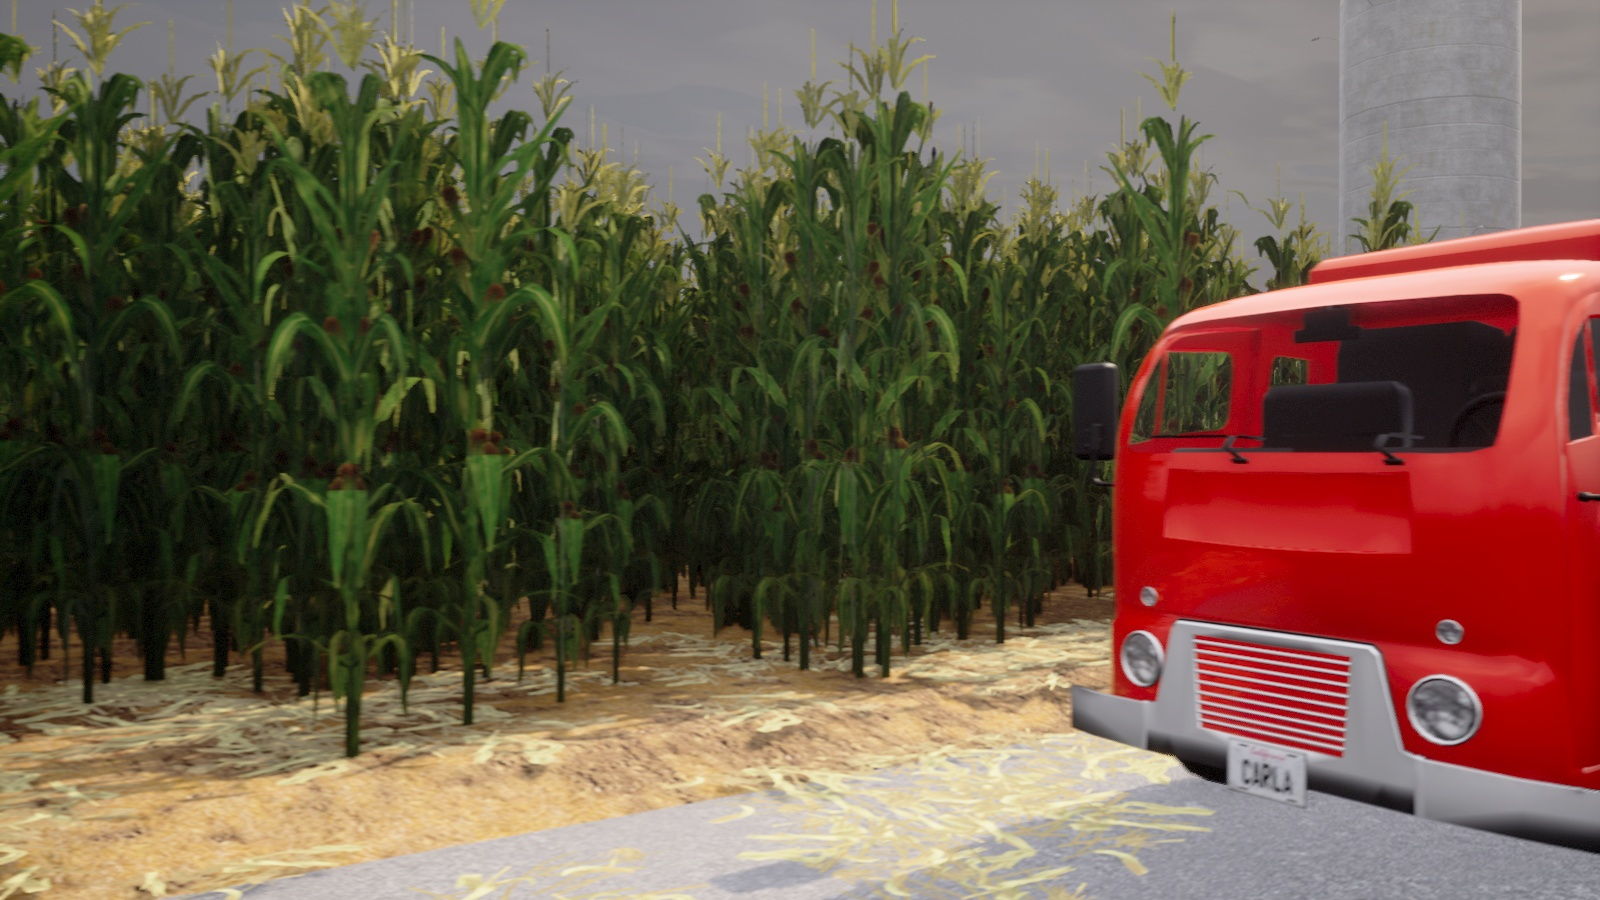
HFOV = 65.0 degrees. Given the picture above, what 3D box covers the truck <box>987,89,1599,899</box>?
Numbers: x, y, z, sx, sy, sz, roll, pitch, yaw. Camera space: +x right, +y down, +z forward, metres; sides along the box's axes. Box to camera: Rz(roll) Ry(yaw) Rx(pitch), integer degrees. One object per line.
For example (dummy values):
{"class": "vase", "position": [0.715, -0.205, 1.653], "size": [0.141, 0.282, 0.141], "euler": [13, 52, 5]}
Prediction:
{"class": "truck", "position": [3.682, 0.266, 5.738], "size": [5.204, 2.467, 2.627], "euler": [0, 0, -35]}
